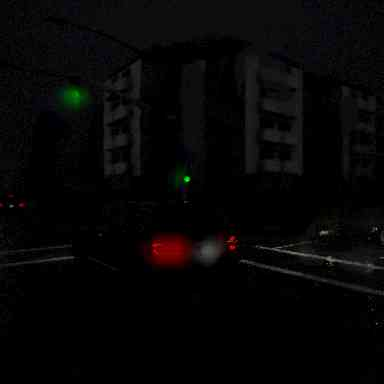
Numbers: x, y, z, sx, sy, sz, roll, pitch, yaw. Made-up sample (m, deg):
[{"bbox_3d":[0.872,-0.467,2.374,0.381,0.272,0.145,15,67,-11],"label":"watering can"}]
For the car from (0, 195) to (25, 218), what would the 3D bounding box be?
[{"bbox_3d":[-16.164,1.246,29.046,2.150,2.045,5.566,0,0,-36],"label":"car"}]

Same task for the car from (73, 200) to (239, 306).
[{"bbox_3d":[-1.247,1.215,8.421,2.150,2.045,5.566,0,0,-36],"label":"car"}]

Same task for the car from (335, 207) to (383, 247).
[{"bbox_3d":[8.409,1.425,15.045,5.008,1.535,1.882,0,0,-37],"label":"car"}]
